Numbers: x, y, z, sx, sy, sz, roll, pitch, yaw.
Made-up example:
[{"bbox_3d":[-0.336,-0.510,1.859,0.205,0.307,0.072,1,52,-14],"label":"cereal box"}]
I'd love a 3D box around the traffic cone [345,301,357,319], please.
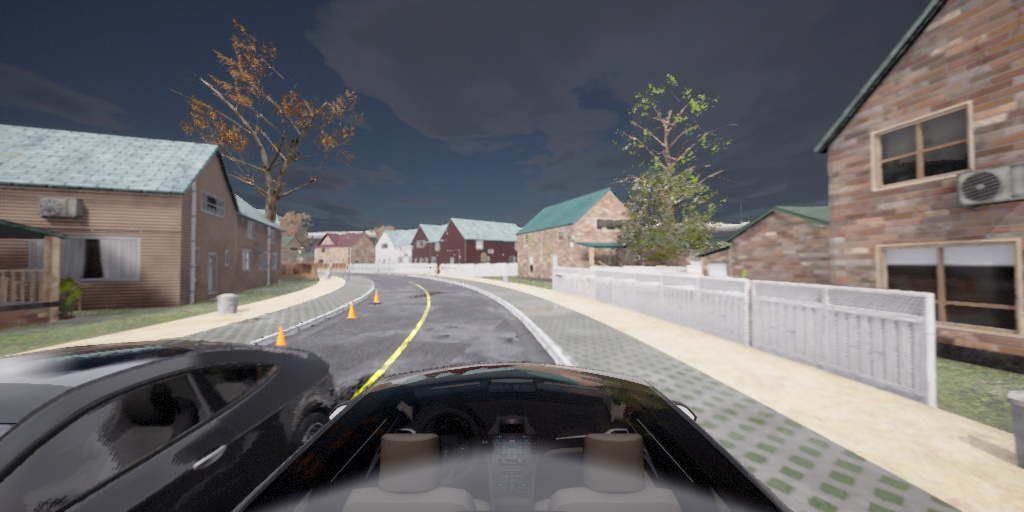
[{"bbox_3d":[-5.559,1.855,12.447,0.340,0.580,0.340,0,0,-9],"label":"traffic cone"}]

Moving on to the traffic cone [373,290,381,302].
[{"bbox_3d":[-6.497,1.915,17.194,0.340,0.580,0.340,0,0,-13],"label":"traffic cone"}]

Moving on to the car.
[{"bbox_3d":[-2.534,1.286,1.693,1.812,1.442,4.674,0,-1,-1],"label":"car"}]

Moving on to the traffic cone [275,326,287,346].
[{"bbox_3d":[-4.932,1.796,7.649,0.340,0.580,0.340,0,0,-6],"label":"traffic cone"}]
